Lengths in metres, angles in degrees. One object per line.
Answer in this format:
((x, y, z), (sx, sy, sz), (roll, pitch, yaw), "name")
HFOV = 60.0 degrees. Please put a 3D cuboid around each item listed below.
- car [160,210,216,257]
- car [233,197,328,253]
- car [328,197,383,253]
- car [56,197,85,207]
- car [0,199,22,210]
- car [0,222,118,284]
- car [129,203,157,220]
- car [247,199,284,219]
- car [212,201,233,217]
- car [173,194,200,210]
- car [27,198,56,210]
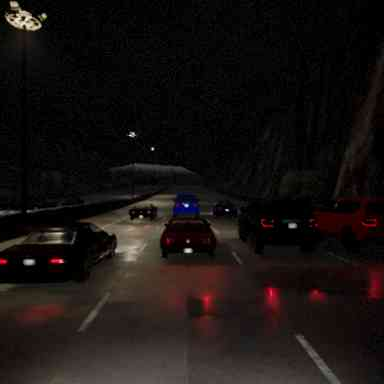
((-0.163, 1.629, 13.129), (1.895, 1.301, 4.718), (0, 0, -1), "car")
((3.325, 1.230, 13.840), (2.150, 2.045, 5.566), (0, 0, -1), "car")
((6.825, 1.212, 13.886), (2.150, 2.045, 5.566), (0, 0, -1), "car")
((-14.956, 1.421, 41.826), (1.837, 1.490, 4.892), (0, 1, -1), "car")
((-21.958, 1.549, 41.974), (1.895, 1.301, 4.718), (0, 1, -1), "car")
((-3.609, 1.594, 9.825), (2.033, 1.411, 5.357), (0, 0, -1), "car")
((-3.981, 1.591, 27.941), (1.895, 1.301, 4.718), (0, 0, -1), "car")
((6.482, 1.416, 29.926), (2.128, 1.511, 4.902), (0, 0, -1), "car")
((2.972, 1.502, 30.482), (1.994, 1.385, 4.181), (0, 0, -1), "car")
((-0.501, 1.186, 28.972), (2.150, 2.045, 5.566), (0, 0, -1), "car")
((-18.458, 1.481, 41.762), (2.033, 1.411, 5.357), (0, 1, -1), "car")
